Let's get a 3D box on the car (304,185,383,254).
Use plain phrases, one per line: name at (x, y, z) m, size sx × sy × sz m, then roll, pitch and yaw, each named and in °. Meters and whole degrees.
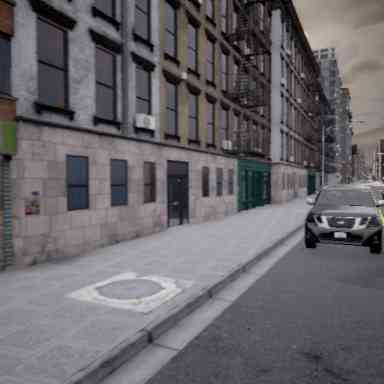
car at (5.552, 0.784, 12.056) m, size 2.150 × 2.045 × 5.566 m, roll 1°, pitch 3°, yaw 27°
